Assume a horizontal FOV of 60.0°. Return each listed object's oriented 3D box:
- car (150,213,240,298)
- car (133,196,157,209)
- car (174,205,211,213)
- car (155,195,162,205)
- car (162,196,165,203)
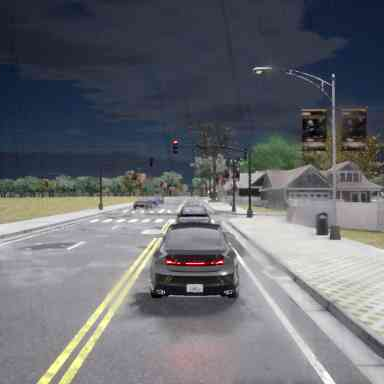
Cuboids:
[{"bbox_3d":[0.075,1.510,8.500,1.837,1.490,4.892,0,0,1],"label":"car"},{"bbox_3d":[-6.622,1.555,45.537,2.033,1.411,5.357,0,0,4],"label":"car"},{"bbox_3d":[0.055,1.501,18.770,2.128,1.511,4.902,0,0,-2],"label":"car"},{"bbox_3d":[-6.643,1.481,55.388,1.882,1.535,5.008,0,0,0],"label":"car"},{"bbox_3d":[-6.604,1.356,65.692,2.097,1.767,4.553,0,0,0],"label":"car"}]
